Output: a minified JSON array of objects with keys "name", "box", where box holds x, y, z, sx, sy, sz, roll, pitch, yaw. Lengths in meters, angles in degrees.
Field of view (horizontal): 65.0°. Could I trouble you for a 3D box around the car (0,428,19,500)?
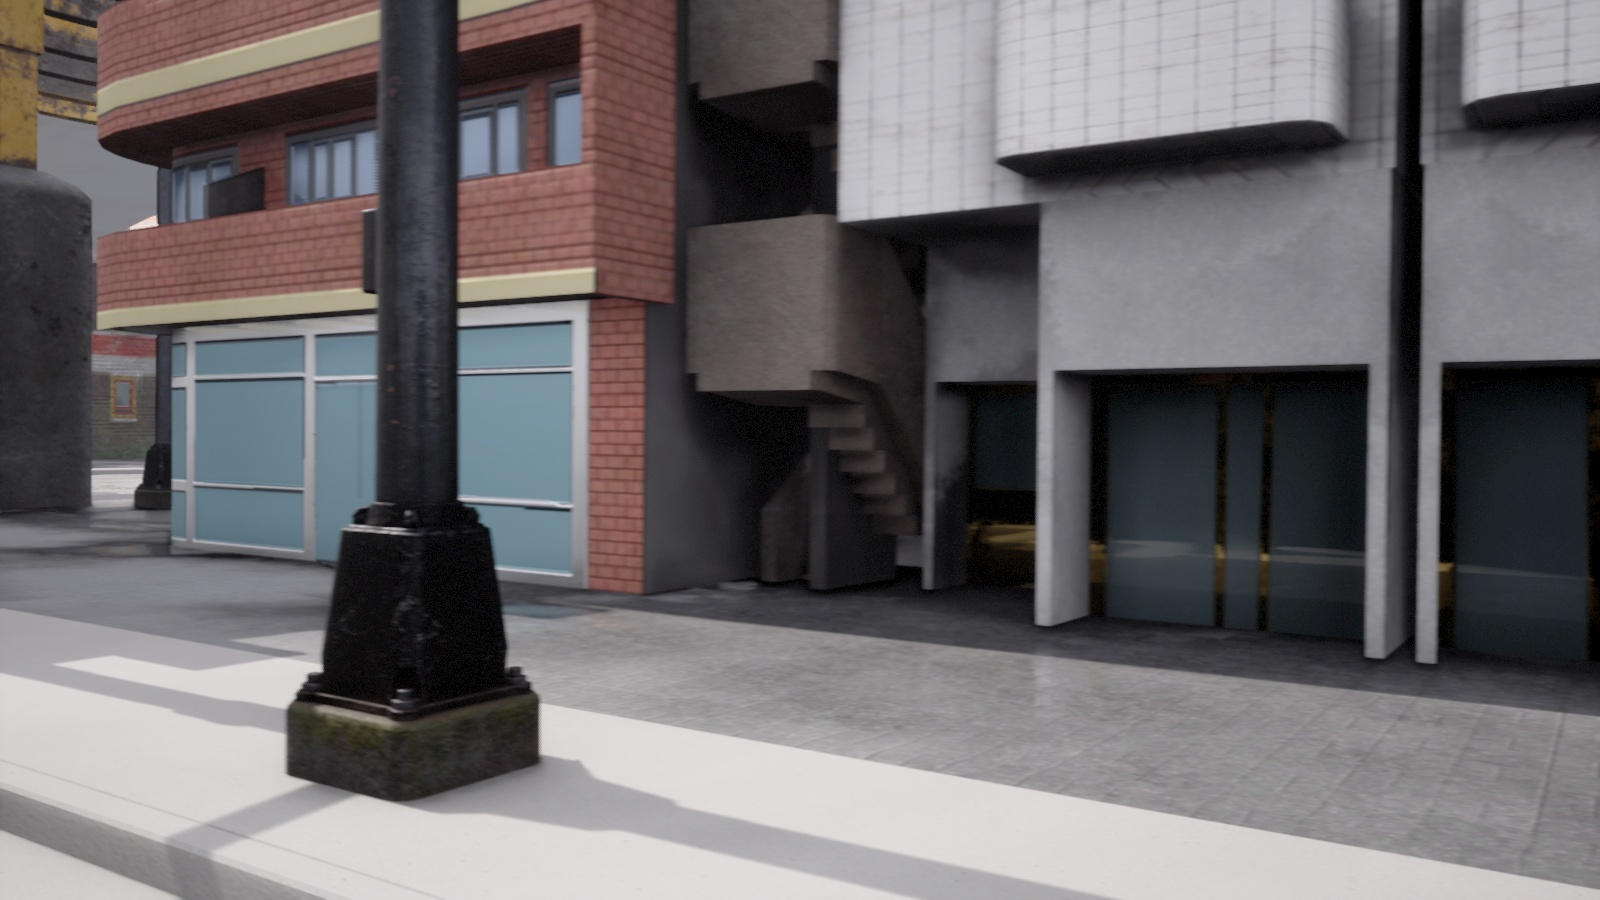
[{"name":"car","box":[-20.481,0.373,28.031,2.242,1.667,4.611,0,2,34]}]
